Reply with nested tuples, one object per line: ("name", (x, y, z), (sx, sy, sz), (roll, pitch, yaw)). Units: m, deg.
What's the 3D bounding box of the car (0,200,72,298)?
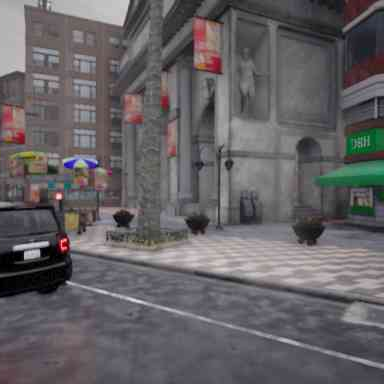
("car", (-5.041, 1.210, 7.538), (5.566, 2.045, 2.150), (0, 0, 36))
